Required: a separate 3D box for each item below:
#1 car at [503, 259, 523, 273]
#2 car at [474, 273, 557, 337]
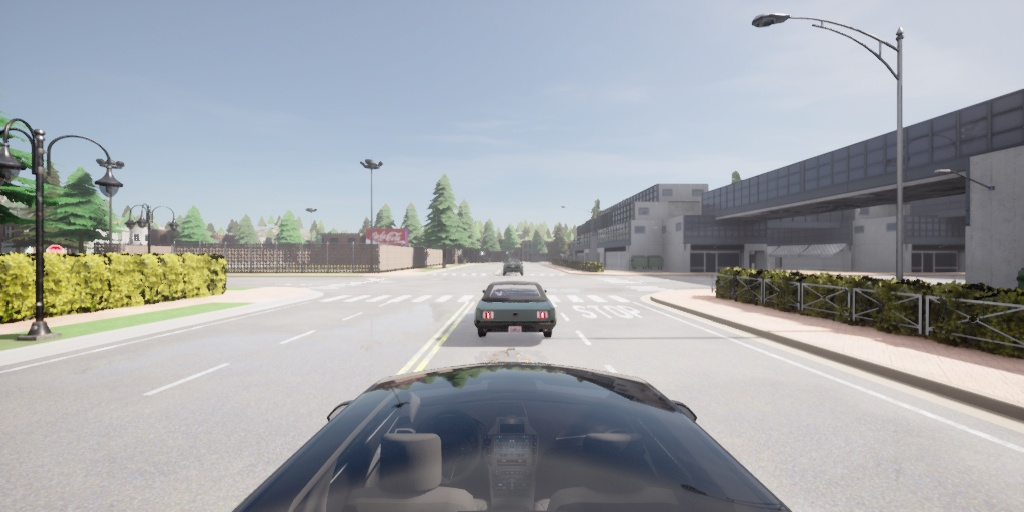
[{"bbox_3d":[0.135,1.098,39.228,2.097,1.767,4.553,0,0,0],"label":"car"},{"bbox_3d":[0.073,1.350,10.225,1.895,1.301,4.718,0,0,0],"label":"car"}]
